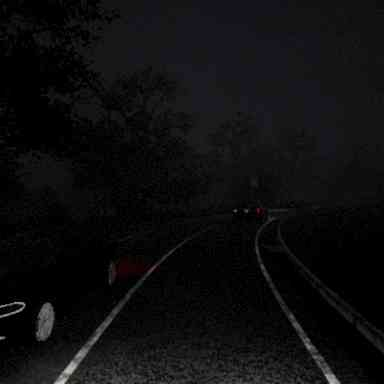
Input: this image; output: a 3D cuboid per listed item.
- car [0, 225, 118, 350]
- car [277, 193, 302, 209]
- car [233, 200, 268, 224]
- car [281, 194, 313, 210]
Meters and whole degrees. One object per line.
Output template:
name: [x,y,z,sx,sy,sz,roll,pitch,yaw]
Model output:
car: [-2.968,1.506,6.608,1.882,1.535,5.008,0,0,4]
car: [14.263,1.272,47.233,2.150,2.045,5.566,-5,-3,44]
car: [4.507,1.364,25.202,2.097,1.767,4.553,-2,-1,19]
car: [13.090,1.376,40.465,1.882,1.535,5.008,-4,-2,37]
